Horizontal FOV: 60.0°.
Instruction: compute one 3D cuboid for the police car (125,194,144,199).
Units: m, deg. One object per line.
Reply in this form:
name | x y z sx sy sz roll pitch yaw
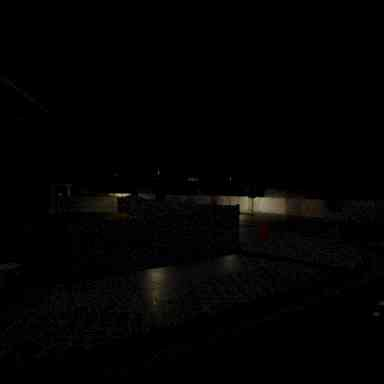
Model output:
police car | -8.008 1.086 46.984 1.930 1.638 5.238 1 0 -43
